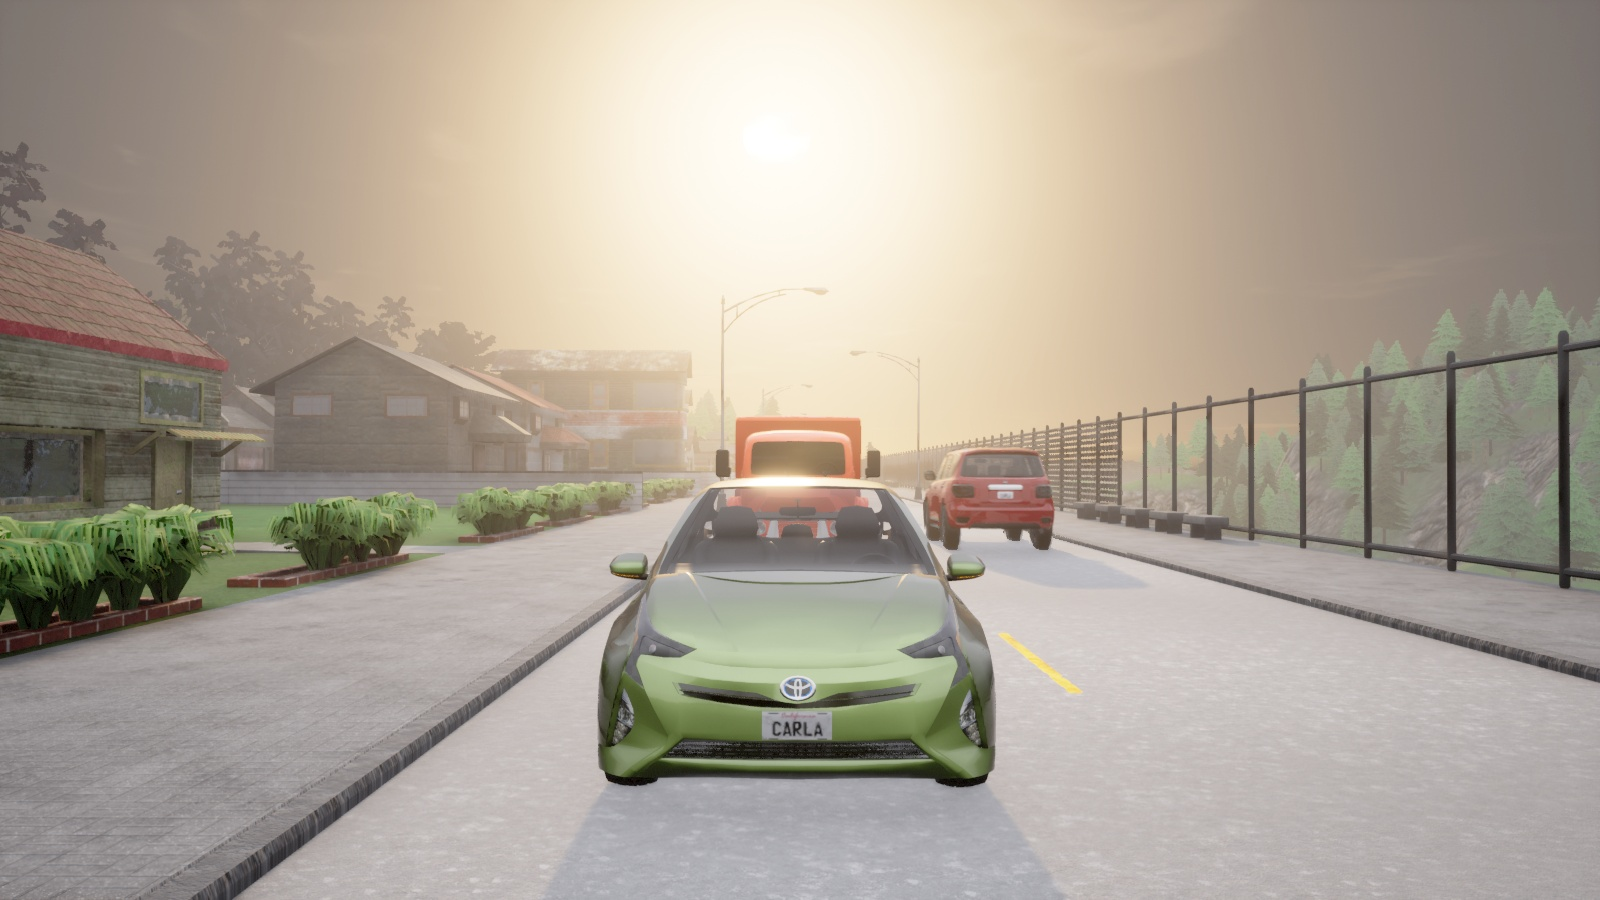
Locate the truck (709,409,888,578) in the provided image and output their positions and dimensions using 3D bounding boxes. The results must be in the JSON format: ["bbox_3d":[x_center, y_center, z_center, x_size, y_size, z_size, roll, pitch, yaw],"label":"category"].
[{"bbox_3d":[-0.031,0.681,21.098,2.627,2.467,5.204,0,-1,0],"label":"truck"}]

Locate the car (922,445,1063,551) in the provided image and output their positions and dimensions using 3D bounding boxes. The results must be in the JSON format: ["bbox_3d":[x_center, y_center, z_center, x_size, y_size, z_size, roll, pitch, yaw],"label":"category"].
[{"bbox_3d":[3.960,0.968,26.913,2.150,2.045,5.566,0,-1,0],"label":"car"}]

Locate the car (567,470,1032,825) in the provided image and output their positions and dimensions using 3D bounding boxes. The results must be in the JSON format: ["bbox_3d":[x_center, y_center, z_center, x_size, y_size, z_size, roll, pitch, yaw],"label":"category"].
[{"bbox_3d":[-0.009,0.890,7.693,2.007,1.525,4.514,0,-1,0],"label":"car"}]
